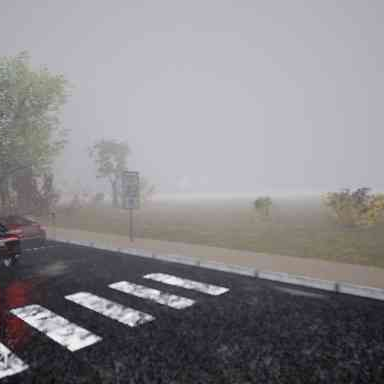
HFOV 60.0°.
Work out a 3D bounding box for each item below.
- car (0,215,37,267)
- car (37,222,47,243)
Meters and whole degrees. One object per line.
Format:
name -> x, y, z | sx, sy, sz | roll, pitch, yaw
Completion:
car -> -7.272, 1.639, 10.894 | 4.902, 1.511, 2.128 | -1, 0, 43
car -> -8.258, 1.737, 15.465 | 4.206, 1.307, 1.802 | -1, 1, 43
